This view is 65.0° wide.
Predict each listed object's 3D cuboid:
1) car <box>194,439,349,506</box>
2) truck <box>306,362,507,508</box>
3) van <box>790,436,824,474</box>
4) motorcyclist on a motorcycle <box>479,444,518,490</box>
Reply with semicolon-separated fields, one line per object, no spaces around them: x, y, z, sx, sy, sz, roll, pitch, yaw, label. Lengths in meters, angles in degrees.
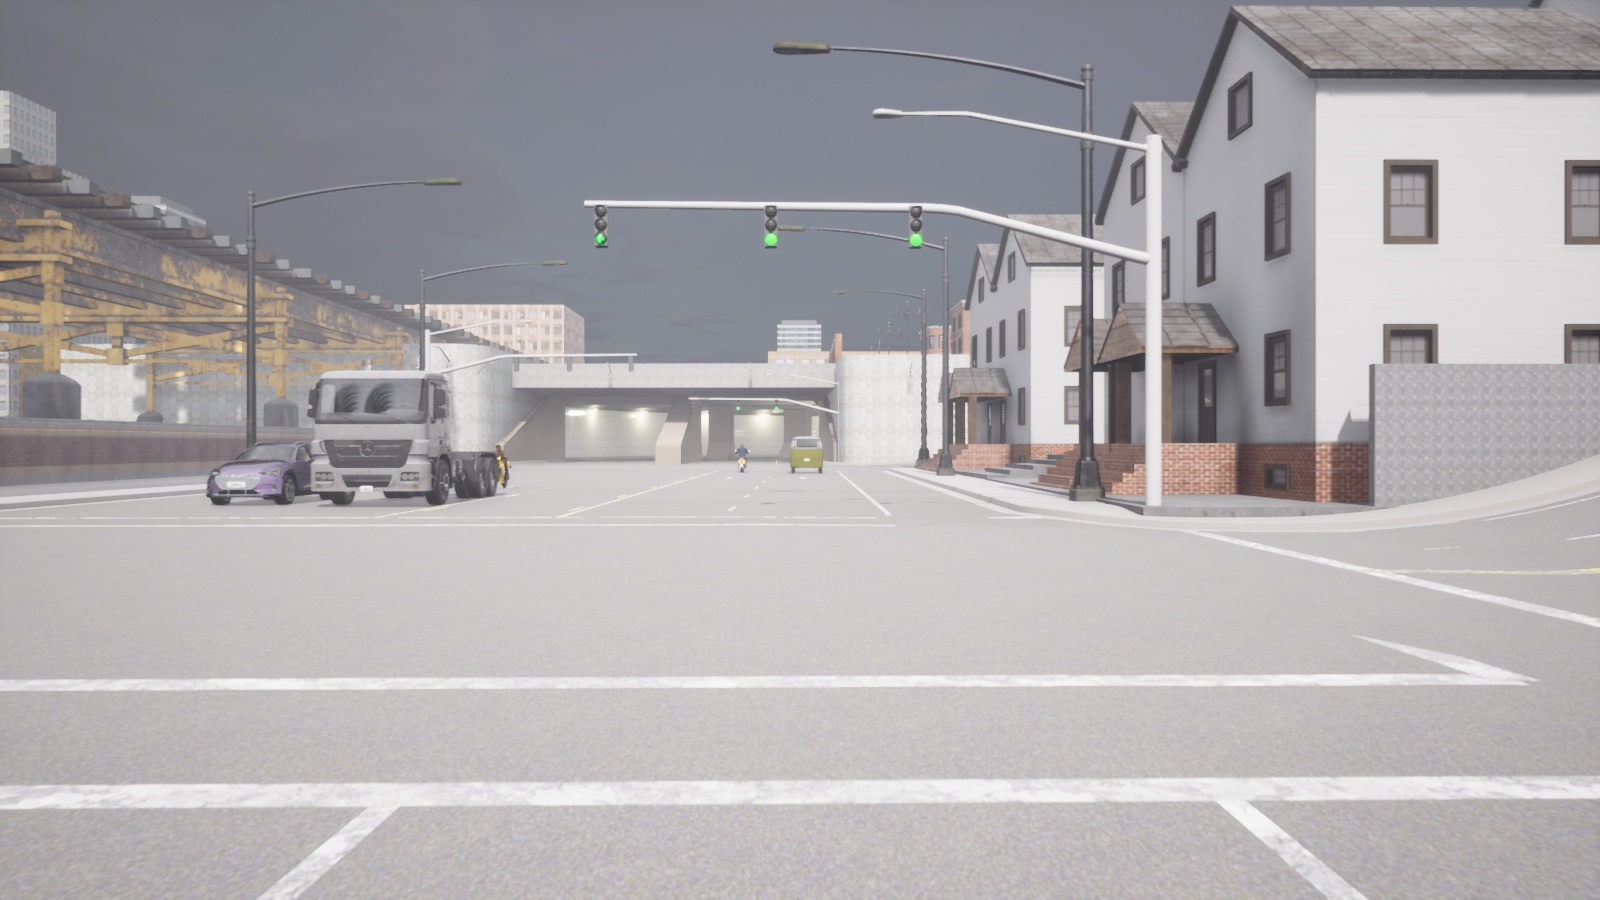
-13.814;0.535;33.185;2.033;1.649;4.856;0;0;0;car
-10.307;-0.376;33.884;2.891;3.462;7.936;0;0;0;truck
0.364;0.236;67.667;1.775;1.987;4.442;0;0;0;van
-10.265;0.548;42.823;0.797;1.523;2.044;0;1;0;motorcyclist on a motorcycle
